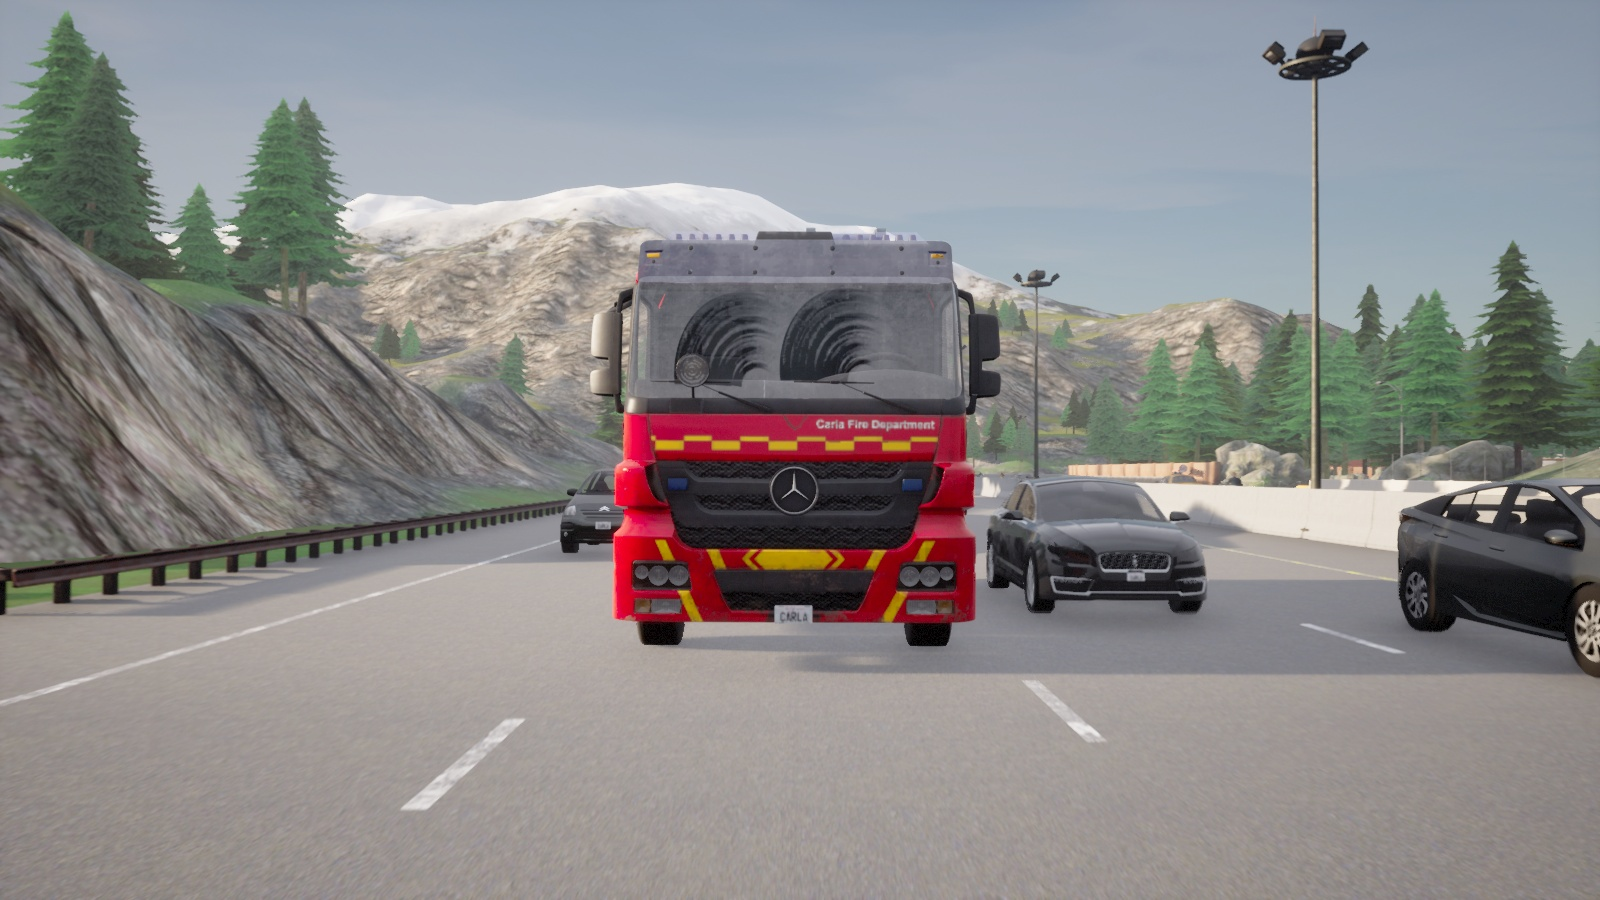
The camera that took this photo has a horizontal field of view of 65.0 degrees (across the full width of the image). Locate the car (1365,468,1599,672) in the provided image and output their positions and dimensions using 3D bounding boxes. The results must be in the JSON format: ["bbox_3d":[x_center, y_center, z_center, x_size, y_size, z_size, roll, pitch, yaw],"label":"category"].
[{"bbox_3d":[6.973,0.918,10.991,2.007,1.525,4.514,0,-1,0],"label":"car"}]

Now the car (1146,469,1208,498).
[{"bbox_3d":[20.831,1.835,69.550,1.801,1.575,5.366,0,-1,0],"label":"car"}]

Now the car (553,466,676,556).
[{"bbox_3d":[-3.560,1.142,24.773,1.851,1.617,3.988,0,-1,0],"label":"car"}]

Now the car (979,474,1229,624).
[{"bbox_3d":[3.463,1.061,15.315,1.837,1.490,4.892,0,-1,0],"label":"car"}]

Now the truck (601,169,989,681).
[{"bbox_3d":[-0.038,-0.121,13.638,2.891,3.827,8.468,0,-1,0],"label":"truck"}]
